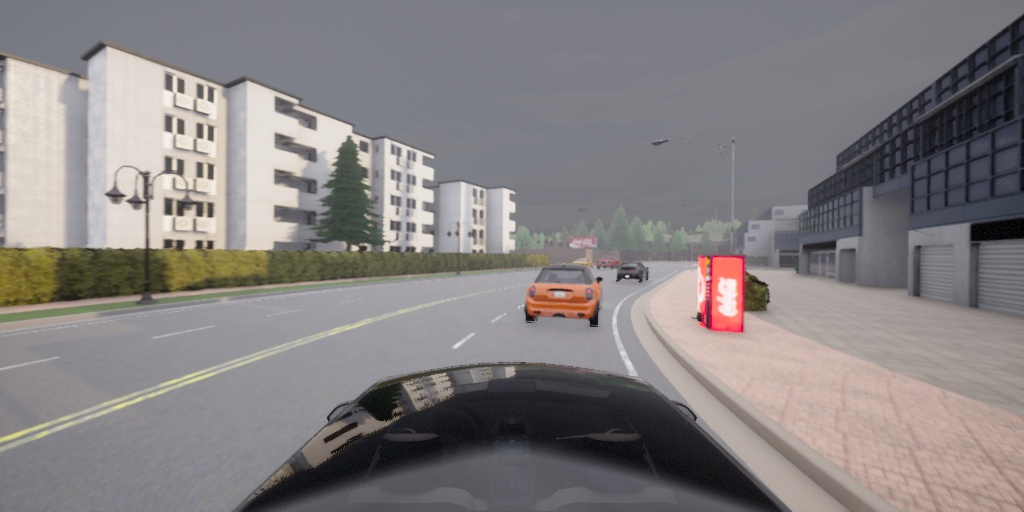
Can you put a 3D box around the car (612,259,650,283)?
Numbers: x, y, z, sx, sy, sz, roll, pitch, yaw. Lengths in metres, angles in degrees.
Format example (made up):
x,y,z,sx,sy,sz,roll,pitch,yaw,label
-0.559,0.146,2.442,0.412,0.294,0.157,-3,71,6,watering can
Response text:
x,y,z,sx,sy,sz,roll,pitch,yaw,label
9.390,1.207,27.766,1.837,1.490,4.892,1,0,28,car

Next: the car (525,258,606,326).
x,y,z,sx,sy,sz,roll,pitch,yaw,label
1.877,1.067,11.846,2.097,1.767,4.553,1,0,15,car

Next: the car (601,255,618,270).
x,y,z,sx,sy,sz,roll,pitch,yaw,label
13.500,0.839,50.323,2.150,2.045,5.566,1,0,28,car

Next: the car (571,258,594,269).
x,y,z,sx,sy,sz,roll,pitch,yaw,label
10.163,1.063,51.526,1.882,1.535,5.008,1,0,29,car

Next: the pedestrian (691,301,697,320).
x,y,z,sx,sy,sz,roll,pitch,yaw,label
5.495,1.280,10.171,0.500,1.100,0.500,1,0,16,pedestrian

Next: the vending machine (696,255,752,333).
x,y,z,sx,sy,sz,roll,pitch,yaw,label
5.404,0.957,9.340,1.100,2.100,0.880,0,0,15,vending machine
